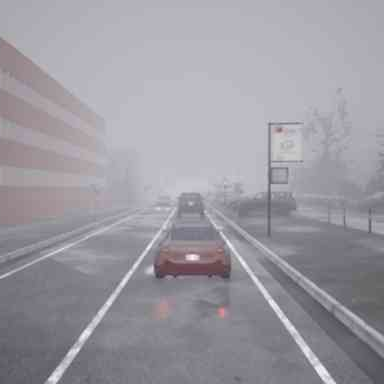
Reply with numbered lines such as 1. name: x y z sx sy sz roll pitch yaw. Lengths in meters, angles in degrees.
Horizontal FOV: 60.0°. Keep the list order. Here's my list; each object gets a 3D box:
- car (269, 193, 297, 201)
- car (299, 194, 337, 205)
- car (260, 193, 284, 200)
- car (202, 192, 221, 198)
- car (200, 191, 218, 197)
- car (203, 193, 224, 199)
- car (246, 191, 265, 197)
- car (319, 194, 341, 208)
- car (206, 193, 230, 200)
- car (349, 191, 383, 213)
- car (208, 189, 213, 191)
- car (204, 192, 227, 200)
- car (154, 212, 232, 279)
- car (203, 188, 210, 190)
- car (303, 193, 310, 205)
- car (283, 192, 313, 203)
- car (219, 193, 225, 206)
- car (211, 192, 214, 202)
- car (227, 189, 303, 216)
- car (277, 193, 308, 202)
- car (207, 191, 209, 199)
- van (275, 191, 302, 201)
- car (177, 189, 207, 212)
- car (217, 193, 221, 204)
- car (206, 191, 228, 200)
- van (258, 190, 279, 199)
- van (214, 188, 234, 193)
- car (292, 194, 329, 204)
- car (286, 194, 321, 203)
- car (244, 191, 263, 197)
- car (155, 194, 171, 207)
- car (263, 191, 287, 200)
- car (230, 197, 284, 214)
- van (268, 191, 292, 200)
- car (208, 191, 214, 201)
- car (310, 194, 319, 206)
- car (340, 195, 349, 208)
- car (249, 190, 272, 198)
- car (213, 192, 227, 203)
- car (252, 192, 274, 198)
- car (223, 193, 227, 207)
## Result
1. car: 17.974 0.942 65.553 4.892 1.521 2.231 0 0 -1
2. car: 18.337 1.101 48.616 4.792 1.488 2.163 0 0 -1
3. car: 17.831 0.905 74.021 4.792 1.488 2.163 0 0 -1
4. car: 5.006 0.758 85.035 4.674 1.452 2.002 0 1 -1
5. car: 4.838 0.503 93.506 5.008 1.535 2.097 0 1 -1
6. car: 5.120 0.873 79.372 4.674 1.452 2.002 0 0 -1
7. car: 17.431 0.595 91.103 4.792 1.488 2.163 0 1 -1
8. car: 18.475 1.138 40.146 4.892 1.521 2.231 0 0 -1
9. car: 5.348 0.965 68.063 4.674 1.452 2.002 0 0 -1
10. car: 18.624 0.944 31.799 5.566 2.045 2.435 0 0 -1
11. car: 5.547 0.864 59.587 4.553 1.767 2.185 0 0 -1
12. car: 5.226 0.881 73.713 5.008 1.535 2.097 0 0 -1
13. car: 0.018 1.505 9.867 1.994 1.385 4.181 0 0 0
14. car: 5.430 0.695 65.237 5.566 2.045 2.435 0 0 -1
15. car: 18.360 1.093 45.792 5.008 1.535 2.097 0 0 -1
16. car: 18.165 0.880 57.208 4.553 1.767 2.185 0 0 -1
17. car: 5.912 1.182 39.812 4.674 1.452 2.002 0 0 -1
18. car: 5.684 1.095 51.113 4.674 1.452 2.002 0 0 -1
19. car: 6.114 0.968 28.509 5.566 2.045 2.435 0 0 -1
20. car: 18.083 0.983 60.031 5.008 1.535 2.097 0 0 -1
21. car: 5.387 1.009 56.759 5.366 1.575 1.946 0 0 -1
22. van: 18.139 0.737 62.728 4.442 1.987 1.878 0 1 -1
23. car: -0.108 1.034 28.372 2.150 2.045 5.566 0 0 0
24. car: 5.860 1.161 42.638 4.674 1.452 2.002 0 0 -1
25. car: 5.320 0.777 70.887 4.553 1.767 2.185 0 0 -1
26. van: 17.625 0.628 76.842 4.442 1.987 1.878 0 0 -1
27. van: 5.860 0.851 48.288 4.442 1.987 1.878 0 0 -1
28. car: 18.253 1.049 51.563 5.008 1.535 2.097 0 0 -1
29. car: 18.186 1.027 54.386 5.008 1.535 2.097 0 0 -1
30. car: 17.413 0.498 93.801 4.892 1.521 2.231 0 1 -1
31. car: -3.710 1.030 43.685 2.033 1.411 5.357 0 6 -1
32. car: 17.822 0.771 71.321 4.553 1.767 2.185 0 0 -1
33. car: 6.083 1.241 31.336 4.674 1.452 2.002 0 0 -1
34. van: 18.029 0.694 68.377 4.442 1.987 1.878 0 0 -1
35. car: 5.815 1.031 53.941 5.366 1.575 1.946 0 0 -1
36. car: 18.417 1.115 42.969 5.008 1.535 2.097 0 0 -1
37. car: 18.603 1.178 34.500 4.892 1.521 2.231 0 0 -1
38. car: 17.545 0.457 85.452 5.566 2.045 2.435 0 1 -1
39. car: 5.771 1.128 45.462 4.792 1.488 2.163 0 0 -1
40. car: 17.624 0.777 82.625 5.008 1.535 2.097 0 2 -1
41. car: 6.023 1.183 34.162 5.008 1.535 2.097 0 0 -1
